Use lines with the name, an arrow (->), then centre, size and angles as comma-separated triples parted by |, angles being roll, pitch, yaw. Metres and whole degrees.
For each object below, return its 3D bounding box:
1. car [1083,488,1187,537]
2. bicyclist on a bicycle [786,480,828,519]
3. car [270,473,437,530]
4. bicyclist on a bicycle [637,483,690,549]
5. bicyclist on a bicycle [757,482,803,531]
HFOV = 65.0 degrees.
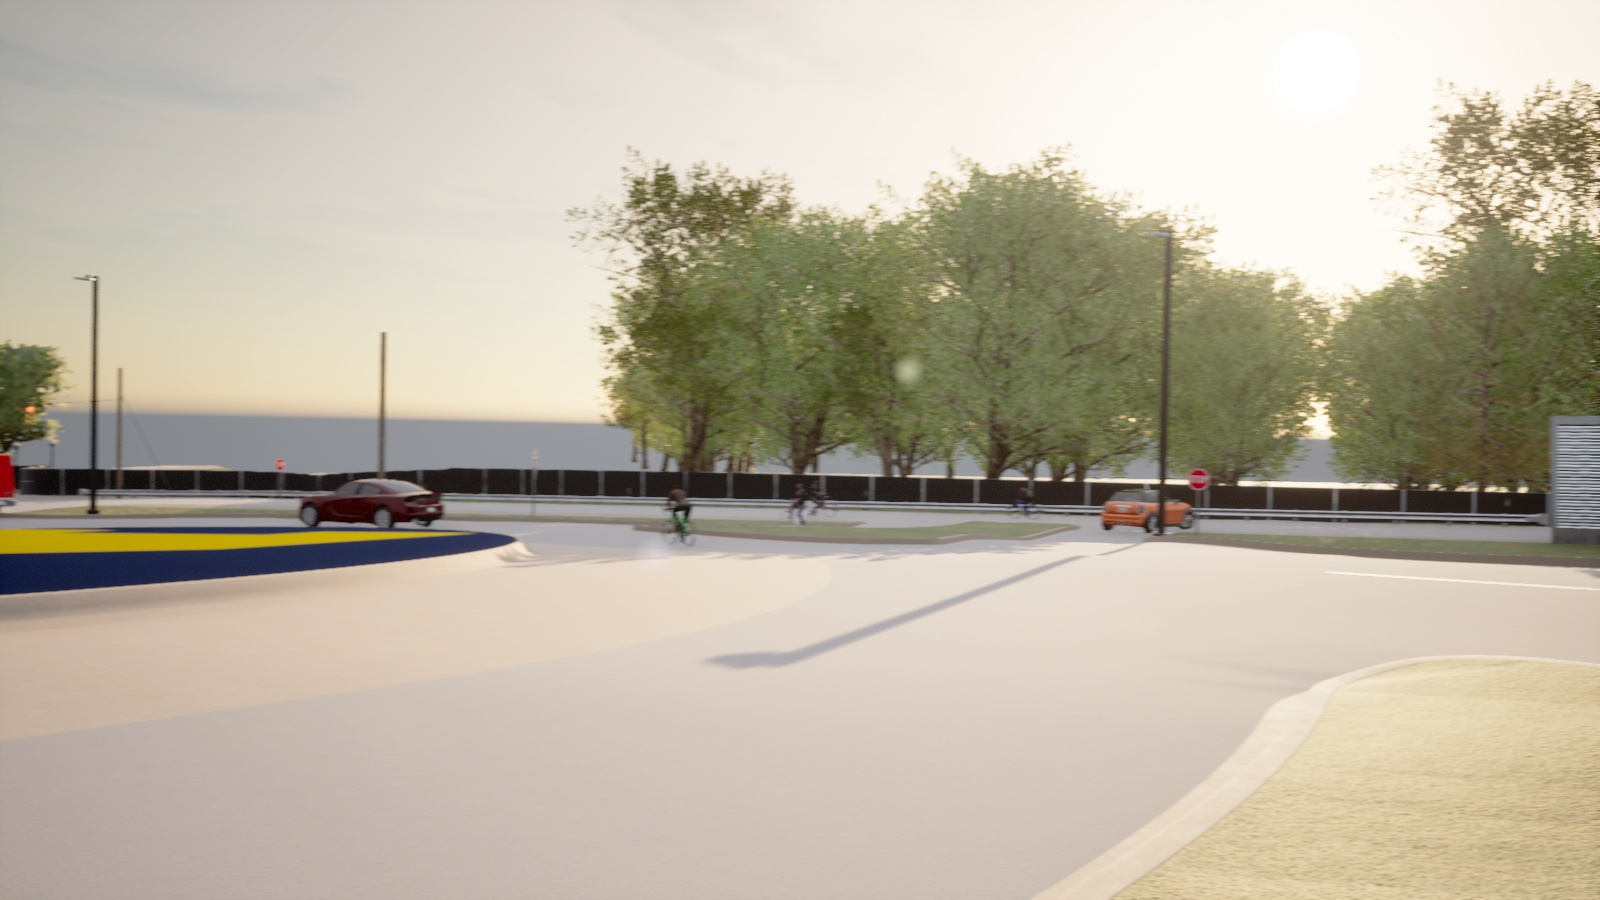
car -> 13.657, 2.499, 51.051 | 2.097, 1.767, 4.553 | 2, 1, 44
bicyclist on a bicycle -> 0.322, 2.335, 59.323 | 1.843, 1.776, 0.659 | 1, 1, 28
car -> -13.948, 1.567, 39.181 | 5.008, 1.535, 1.882 | 1, 1, 25
bicyclist on a bicycle -> -3.545, 1.685, 32.509 | 0.582, 1.620, 1.656 | -1, -1, -36
bicyclist on a bicycle -> -0.729, 2.148, 47.228 | 0.659, 1.776, 1.843 | -1, -4, 38
